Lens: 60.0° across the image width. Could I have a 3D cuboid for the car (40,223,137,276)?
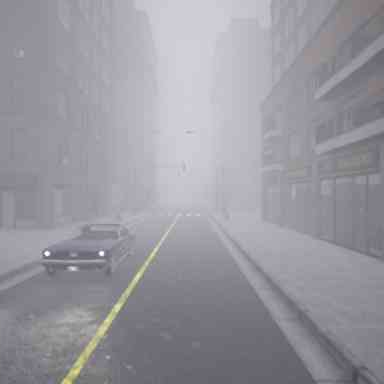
[{"bbox_3d":[-3.105,1.730,10.924,1.895,1.301,4.718,0,-1,0],"label":"car"}]
